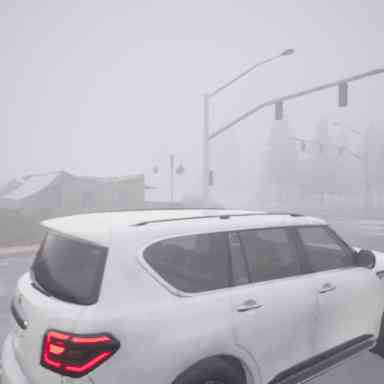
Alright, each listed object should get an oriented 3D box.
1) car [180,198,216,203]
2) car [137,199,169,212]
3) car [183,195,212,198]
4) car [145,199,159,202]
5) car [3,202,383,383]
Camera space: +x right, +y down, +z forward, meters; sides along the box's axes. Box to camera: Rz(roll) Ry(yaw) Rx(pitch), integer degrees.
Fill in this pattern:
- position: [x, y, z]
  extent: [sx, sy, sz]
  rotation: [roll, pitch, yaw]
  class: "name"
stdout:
- position: [1.339, 1.561, 27.107]
  extent: [1.882, 1.535, 5.008]
  rotation: [0, 0, -35]
  class: "car"
- position: [-4.881, 1.663, 41.294]
  extent: [1.994, 1.385, 4.181]
  rotation: [0, 0, -37]
  class: "car"
- position: [0.974, 1.322, 33.511]
  extent: [2.150, 2.045, 5.566]
  rotation: [0, 0, -37]
  class: "car"
- position: [-4.371, 1.560, 34.794]
  extent: [1.882, 1.535, 5.008]
  rotation: [0, 0, -37]
  class: "car"
- position: [0.745, 1.238, 4.318]
  extent: [5.566, 2.045, 2.150]
  rotation: [0, 0, -35]
  class: "car"
